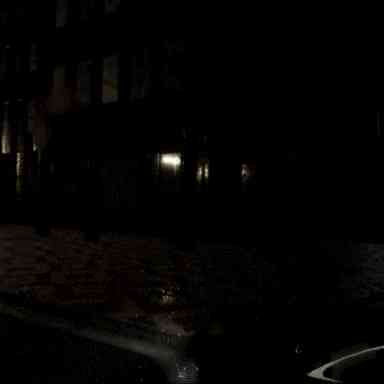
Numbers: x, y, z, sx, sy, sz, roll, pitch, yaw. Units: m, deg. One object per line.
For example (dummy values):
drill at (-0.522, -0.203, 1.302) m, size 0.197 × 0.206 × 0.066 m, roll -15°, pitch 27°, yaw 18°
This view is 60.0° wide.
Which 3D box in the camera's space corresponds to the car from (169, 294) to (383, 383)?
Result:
car at (2.122, 1.636, 2.669) m, size 4.892 × 1.490 × 1.837 m, roll 1°, pitch -2°, yaw 28°
